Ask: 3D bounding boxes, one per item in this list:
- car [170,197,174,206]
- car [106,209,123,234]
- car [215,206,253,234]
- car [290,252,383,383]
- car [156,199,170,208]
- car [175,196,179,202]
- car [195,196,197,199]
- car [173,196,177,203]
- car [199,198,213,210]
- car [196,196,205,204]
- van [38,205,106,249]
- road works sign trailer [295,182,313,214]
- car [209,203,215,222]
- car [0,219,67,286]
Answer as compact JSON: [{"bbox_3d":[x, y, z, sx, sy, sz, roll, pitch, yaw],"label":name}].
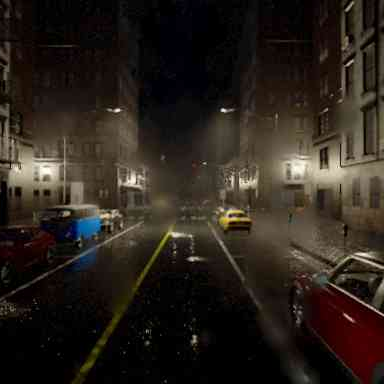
[{"bbox_3d":[-5.409,2.214,69.795,1.947,1.339,4.313,0,-1,0],"label":"car"},{"bbox_3d":[-5.396,1.742,20.472,2.008,1.369,4.403,0,-1,0],"label":"car"},{"bbox_3d":[2.638,1.719,20.645,1.752,1.417,4.829,0,-1,0],"label":"car"},{"bbox_3d":[2.658,1.481,4.258,1.967,1.590,4.097,0,-1,0],"label":"car"},{"bbox_3d":[-5.406,2.068,58.264,1.752,1.417,4.829,0,-1,0],"label":"car"},{"bbox_3d":[-5.416,2.294,92.520,1.967,1.590,4.097,0,-1,0],"label":"car"},{"bbox_3d":[2.611,2.118,86.847,2.192,1.841,5.009,0,-1,0],"label":"car"},{"bbox_3d":[-5.412,2.302,81.158,2.008,1.369,4.403,0,-1,0],"label":"car"},{"bbox_3d":[2.621,2.043,52.756,2.008,1.369,4.403,0,-1,0],"label":"car"},{"bbox_3d":[2.614,2.141,75.483,1.967,1.590,4.097,0,-1,0],"label":"car"},{"bbox_3d":[-5.396,1.482,15.068,1.690,1.788,3.998,0,-1,0],"label":"van"},{"bbox_3d":[13.384,0.736,37.680,2.880,3.560,2.380,0,0,0],"label":"road works sign trailer"},{"bbox_3d":[2.631,1.793,25.881,2.008,1.369,4.403,0,-1,0],"label":"car"},{"bbox_3d":[-5.396,1.673,9.659,1.802,1.307,4.206,0,-1,0],"label":"car"}]
